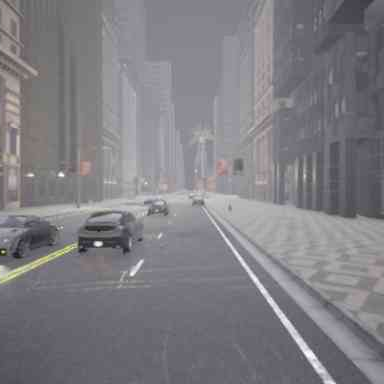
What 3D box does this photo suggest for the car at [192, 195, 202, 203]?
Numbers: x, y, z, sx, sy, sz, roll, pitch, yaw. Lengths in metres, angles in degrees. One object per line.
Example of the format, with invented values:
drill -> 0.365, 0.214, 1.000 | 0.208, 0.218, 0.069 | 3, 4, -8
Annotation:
car -> 0.956, 1.436, 66.598 | 1.812, 1.442, 4.674 | 0, 0, 0

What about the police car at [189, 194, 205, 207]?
police car -> 0.960, 1.367, 50.707 | 1.930, 1.638, 5.238 | 0, 0, 0

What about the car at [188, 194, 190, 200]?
car -> -0.024, 1.159, 86.411 | 1.882, 1.535, 5.008 | 0, 0, 0

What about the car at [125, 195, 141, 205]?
car -> -9.799, 1.534, 55.060 | 1.895, 1.301, 4.718 | 0, 0, 1

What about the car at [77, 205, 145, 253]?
car -> -3.153, 1.499, 13.609 | 1.837, 1.490, 4.892 | 0, 0, 0

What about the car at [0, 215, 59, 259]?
car -> -6.600, 1.559, 12.374 | 1.994, 1.385, 4.181 | 0, 0, 0

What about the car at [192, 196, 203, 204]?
car -> 0.957, 1.448, 60.598 | 1.812, 1.442, 4.674 | 0, 0, 0

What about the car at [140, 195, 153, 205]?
car -> -6.563, 1.538, 52.890 | 1.895, 1.301, 4.718 | 0, 0, 1

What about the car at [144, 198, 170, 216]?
car -> -3.160, 1.500, 32.096 | 1.812, 1.442, 4.674 | 0, 0, 0
